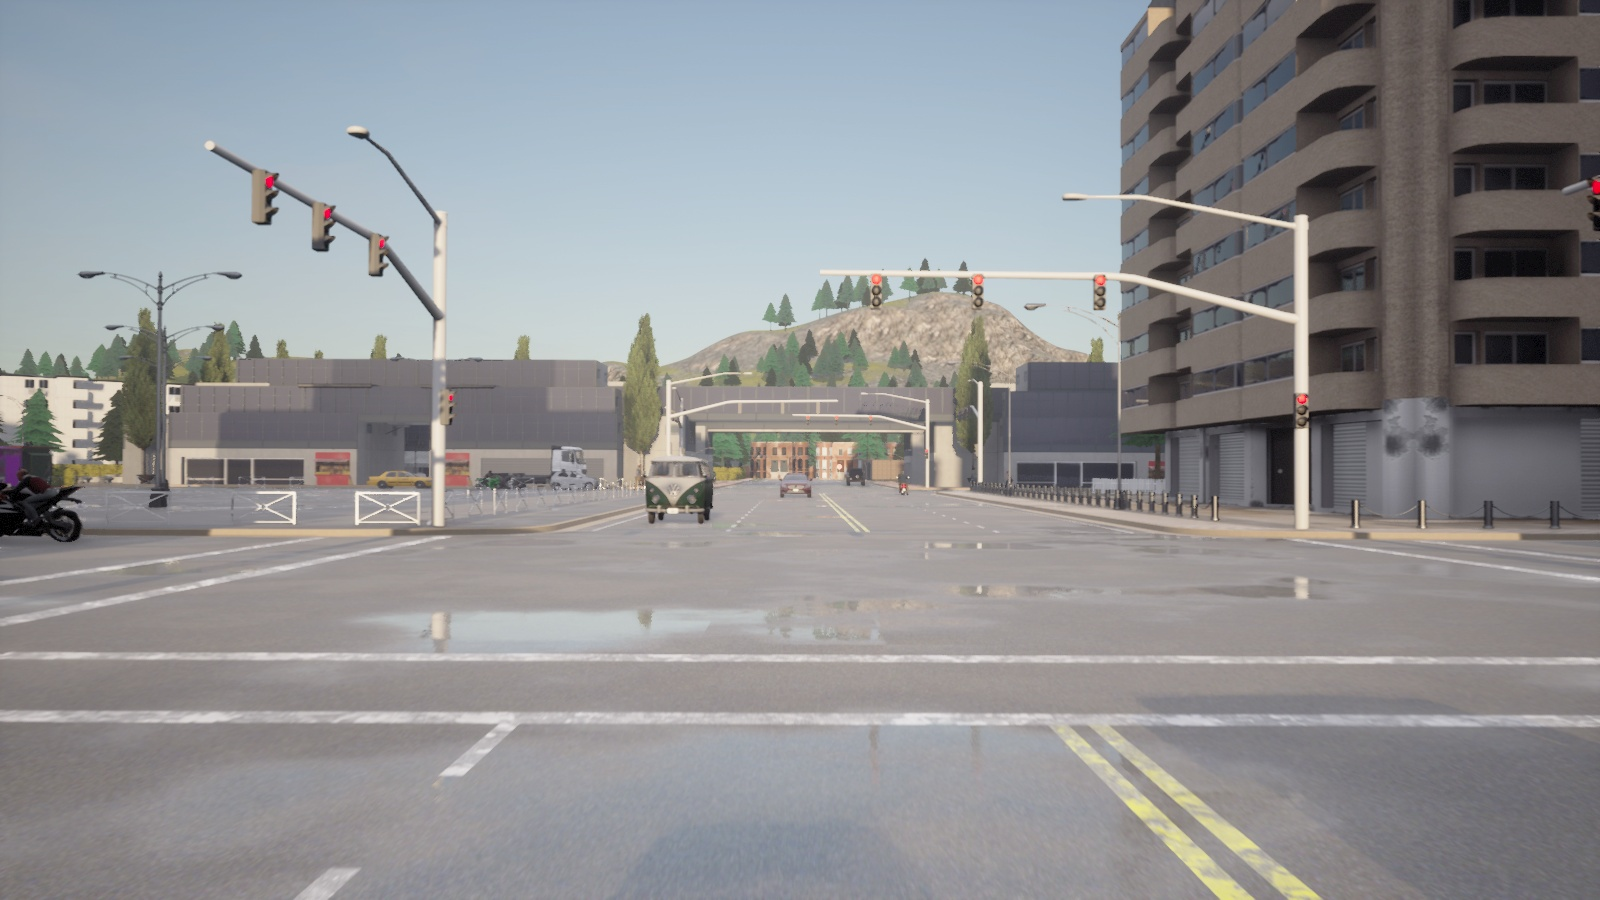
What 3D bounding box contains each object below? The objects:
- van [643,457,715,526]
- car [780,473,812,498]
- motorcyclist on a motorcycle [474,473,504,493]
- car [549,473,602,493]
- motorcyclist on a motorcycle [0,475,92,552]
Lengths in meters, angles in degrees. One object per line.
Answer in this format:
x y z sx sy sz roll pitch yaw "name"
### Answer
-3.615 1.222 38.235 1.775 1.987 4.442 0 -1 0 "van"
-0.223 2.085 74.300 1.812 1.442 4.674 0 -1 0 "car"
-23.272 2.465 94.114 2.044 1.523 0.797 0 -1 1 "motorcyclist on a motorcycle"
-16.760 2.469 93.991 3.633 1.501 1.845 0 -1 1 "car"
-15.710 1.284 25.486 2.191 1.530 0.866 0 -1 0 "motorcyclist on a motorcycle"
